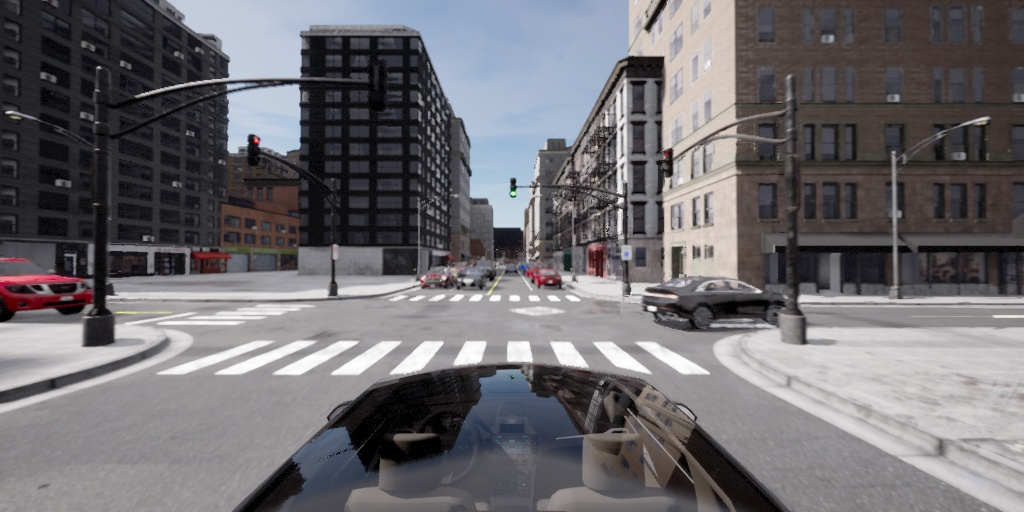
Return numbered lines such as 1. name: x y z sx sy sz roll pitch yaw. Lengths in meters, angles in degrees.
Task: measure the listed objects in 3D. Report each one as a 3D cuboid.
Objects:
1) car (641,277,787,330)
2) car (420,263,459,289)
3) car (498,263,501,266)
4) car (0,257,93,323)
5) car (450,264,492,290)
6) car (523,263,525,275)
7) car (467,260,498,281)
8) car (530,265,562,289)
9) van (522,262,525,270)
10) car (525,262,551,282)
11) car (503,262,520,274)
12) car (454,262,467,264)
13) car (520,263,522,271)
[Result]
1. car: 6.620 1.423 11.643 4.902 1.511 2.128 1 -2 -16
2. car: -5.419 1.542 26.491 1.967 1.591 4.097 0 0 0
3. car: -2.902 1.933 46.671 2.033 1.411 5.357 0 -1 0
4. car: -17.439 1.032 11.853 5.566 2.045 2.150 0 -1 0
5. car: -2.875 1.588 26.106 2.128 1.511 4.902 0 -1 0
6. car: 2.583 1.874 42.730 1.888 1.381 4.507 0 0 0
7. car: -2.888 1.462 36.273 2.150 2.045 5.566 0 -1 1
8. car: 2.606 1.646 26.503 1.888 1.381 4.507 0 0 0
9. van: 2.575 1.746 48.139 1.690 1.789 3.998 0 0 0
10. car: 2.598 1.492 31.911 2.192 1.841 5.009 0 0 0
11. car: -0.075 2.088 56.720 1.994 1.385 4.181 0 -1 0
12. car: -5.435 1.570 37.309 2.192 1.841 5.009 0 0 0
13. car: 2.568 2.046 53.548 1.948 1.339 4.313 0 0 0
